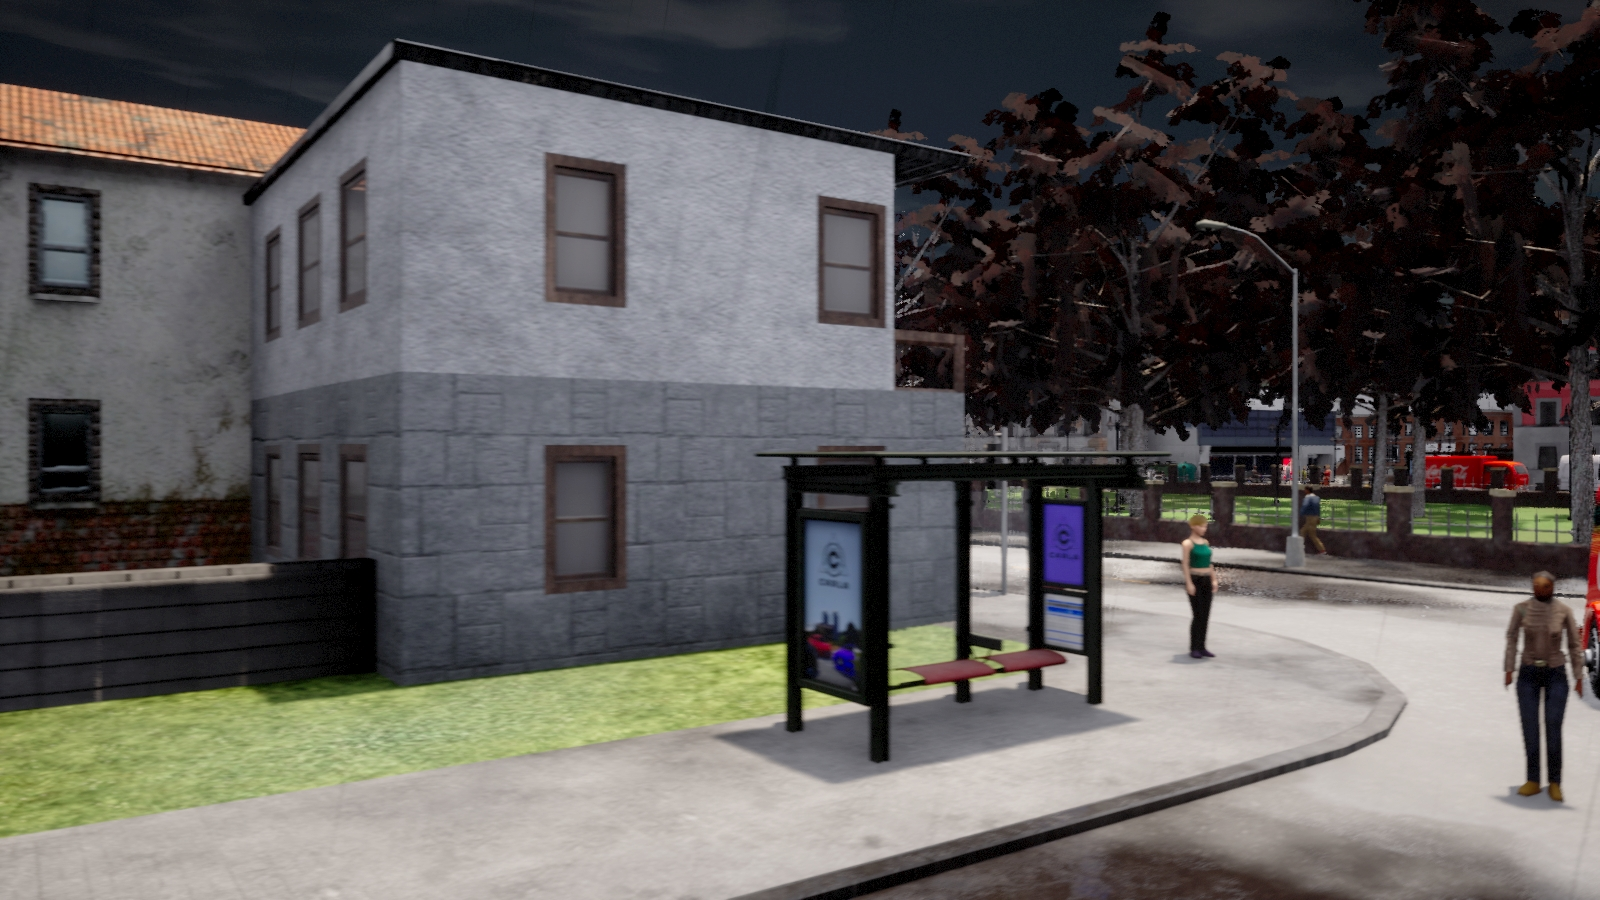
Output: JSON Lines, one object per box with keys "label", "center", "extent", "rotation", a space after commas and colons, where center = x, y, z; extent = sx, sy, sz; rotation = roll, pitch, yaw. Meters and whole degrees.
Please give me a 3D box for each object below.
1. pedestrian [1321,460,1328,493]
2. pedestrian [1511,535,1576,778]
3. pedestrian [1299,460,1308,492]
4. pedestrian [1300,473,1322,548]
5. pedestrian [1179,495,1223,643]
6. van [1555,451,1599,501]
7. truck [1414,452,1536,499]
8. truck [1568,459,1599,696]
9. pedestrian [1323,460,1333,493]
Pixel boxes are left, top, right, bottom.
{"label": "pedestrian", "center": [30.369, 1.526, 66.142], "extent": [0.375, 1.860, 0.375], "rotation": [0, 0, 21]}
{"label": "pedestrian", "center": [5.967, 1.628, 9.173], "extent": [0.375, 1.860, 0.375], "rotation": [0, 0, 44]}
{"label": "pedestrian", "center": [29.404, 1.524, 66.722], "extent": [0.375, 1.860, 0.375], "rotation": [0, 0, -35]}
{"label": "pedestrian", "center": [12.952, 1.526, 28.947], "extent": [0.375, 1.860, 0.375], "rotation": [0, 0, -35]}
{"label": "pedestrian", "center": [5.159, 1.516, 14.707], "extent": [0.375, 1.860, 0.375], "rotation": [0, 0, -20]}
{"label": "van", "center": [41.719, 1.314, 57.511], "extent": [1.988, 2.561, 5.915], "rotation": [0, 0, -35]}
{"label": "truck", "center": [37.473, 1.347, 63.537], "extent": [2.627, 2.467, 5.204], "rotation": [0, 0, -35]}
{"label": "truck", "center": [9.471, 1.348, 11.210], "extent": [2.627, 2.467, 5.204], "rotation": [0, 0, 27]}
{"label": "pedestrian", "center": [30.272, 1.522, 65.547], "extent": [0.375, 1.860, 0.375], "rotation": [0, 0, -22]}
